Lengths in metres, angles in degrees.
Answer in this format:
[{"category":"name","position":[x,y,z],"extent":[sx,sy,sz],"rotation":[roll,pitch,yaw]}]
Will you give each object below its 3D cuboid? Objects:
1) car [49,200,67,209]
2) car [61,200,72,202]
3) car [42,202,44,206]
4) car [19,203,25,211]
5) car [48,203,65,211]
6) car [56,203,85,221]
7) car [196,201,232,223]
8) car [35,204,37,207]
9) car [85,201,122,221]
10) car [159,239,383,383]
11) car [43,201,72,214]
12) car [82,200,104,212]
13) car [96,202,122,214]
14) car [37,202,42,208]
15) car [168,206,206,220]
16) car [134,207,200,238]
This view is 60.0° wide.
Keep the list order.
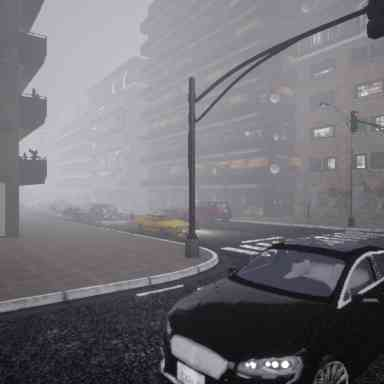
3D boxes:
[{"category":"car","position":[-28.577,2.623,70.829],"extent":[2.192,1.841,5.009],"rotation":[-1,0,-36]},{"category":"car","position":[-19.603,2.530,54.206],"extent":[2.033,1.411,5.357],"rotation":[0,-1,-36]},{"category":"car","position":[-31.906,2.973,75.405],"extent":[1.947,1.339,4.313],"rotation":[-1,0,-36]},{"category":"car","position":[-31.946,2.770,61.287],"extent":[1.887,1.381,4.507],"rotation":[-1,0,-36]},{"category":"car","position":[-25.285,2.755,62.001],"extent":[1.895,1.301,4.718],"rotation":[0,-1,-36]},{"category":"car","position":[-11.930,2.163,33.825],"extent":[1.887,1.381,4.507],"rotation":[-1,0,-36]},{"category":"car","position":[1.444,1.713,29.638],"extent":[2.192,1.841,5.009],"rotation":[-1,0,-36]},{"category":"car","position":[-38.573,3.168,84.563],"extent":[1.947,1.339,4.313],"rotation":[-1,0,-36]},{"category":"car","position":[-8.912,1.937,34.113],"extent":[2.097,1.767,4.553],"rotation":[0,-1,-36]},{"category":"car","position":[1.769,1.503,4.805],"extent":[4.902,1.511,2.128],"rotation":[1,0,-43]},{"category":"car","position":[-20.031,2.504,49.529],"extent":[2.033,1.411,5.357],"rotation":[0,-1,-36]},{"category":"car","position":[-16.462,2.307,55.009],"extent":[2.097,1.767,4.553],"rotation":[0,-1,-36]},{"category":"car","position":[-12.437,2.290,49.550],"extent":[1.801,1.575,5.366],"rotation":[0,-1,-36]},{"category":"car","position":[-35.243,3.049,79.983],"extent":[1.887,1.381,4.507],"rotation":[-1,0,-36]},{"category":"car","position":[-1.304,1.916,23.662],"extent":[1.994,1.385,4.181],"rotation":[0,-1,-36]},{"category":"car","position":[-1.823,1.833,19.956],"extent":[1.752,1.417,4.829],"rotation":[-1,0,-36]}]
